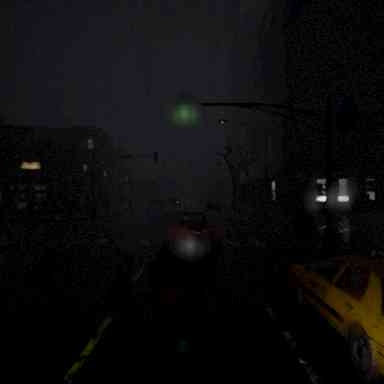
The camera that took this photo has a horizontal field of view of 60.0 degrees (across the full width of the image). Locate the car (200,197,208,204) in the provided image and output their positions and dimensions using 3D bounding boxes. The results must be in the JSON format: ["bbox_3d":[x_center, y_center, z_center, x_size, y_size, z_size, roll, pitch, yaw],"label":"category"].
[{"bbox_3d":[2.708,1.959,76.411,1.752,1.417,4.829,1,0,0],"label":"car"}]

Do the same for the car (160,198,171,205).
[{"bbox_3d":[-5.674,1.967,70.719,1.947,1.339,4.313,1,0,0],"label":"car"}]

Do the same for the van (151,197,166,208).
[{"bbox_3d":[-5.672,1.648,54.117,1.690,1.788,3.998,1,0,0],"label":"van"}]

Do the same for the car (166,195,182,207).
[{"bbox_3d":[-3.066,1.664,55.033,2.097,1.767,4.553,0,0,0],"label":"car"}]

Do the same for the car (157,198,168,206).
[{"bbox_3d":[-5.674,1.952,65.184,1.802,1.307,4.206,1,0,0],"label":"car"}]

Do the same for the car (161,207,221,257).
[{"bbox_3d":[-0.187,1.566,13.244,2.128,1.511,4.902,0,0,-3],"label":"car"}]

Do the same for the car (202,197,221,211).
[{"bbox_3d":[2.706,1.684,43.032,1.967,1.590,4.097,1,0,0],"label":"car"}]

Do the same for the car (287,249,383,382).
[{"bbox_3d":[2.839,1.556,5.255,1.752,1.417,4.829,1,0,0],"label":"car"}]

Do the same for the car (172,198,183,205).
[{"bbox_3d":[-2.995,1.936,70.573,2.033,1.411,5.357,0,0,0],"label":"car"}]

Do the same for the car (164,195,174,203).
[{"bbox_3d":[-5.669,1.780,81.788,2.192,1.841,5.009,1,0,0],"label":"car"}]

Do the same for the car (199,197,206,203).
[{"bbox_3d":[2.708,2.041,87.310,1.887,1.381,4.507,1,0,0],"label":"car"}]

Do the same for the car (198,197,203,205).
[{"bbox_3d":[2.707,1.928,70.876,1.752,1.417,4.829,1,0,0],"label":"car"}]
